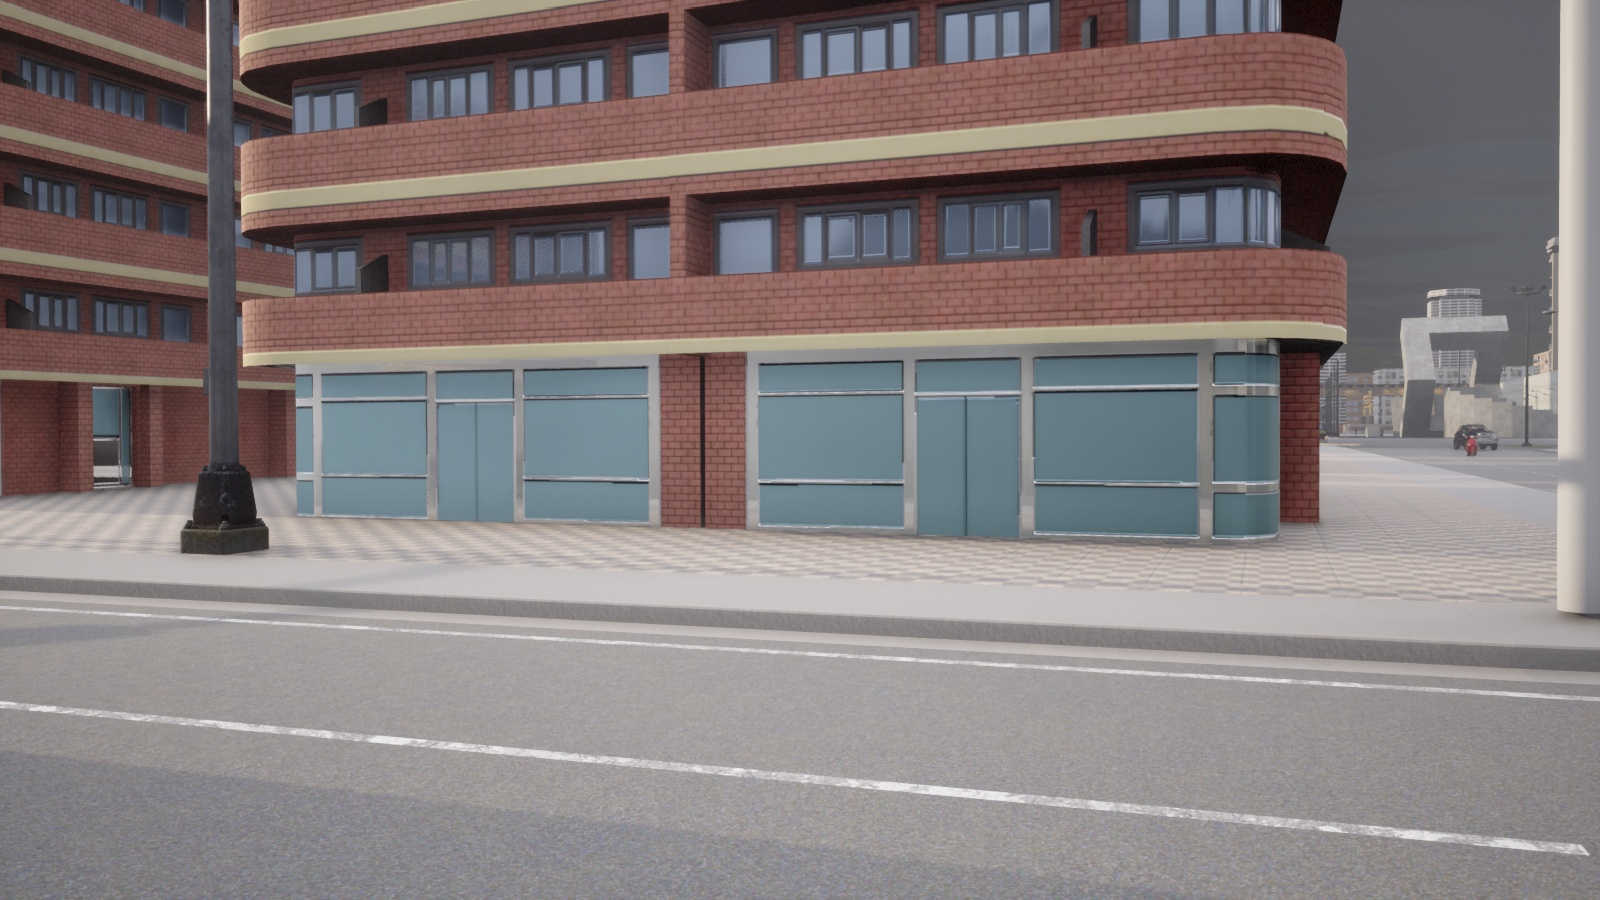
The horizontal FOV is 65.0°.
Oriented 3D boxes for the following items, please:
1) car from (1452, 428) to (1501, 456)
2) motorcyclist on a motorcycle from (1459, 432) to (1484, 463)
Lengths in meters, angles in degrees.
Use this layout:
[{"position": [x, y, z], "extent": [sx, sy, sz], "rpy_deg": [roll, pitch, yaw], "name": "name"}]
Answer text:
[{"position": [46.141, -0.556, 85.742], "extent": [1.932, 1.855, 4.605], "rpy_deg": [1, 1, 16], "name": "car"}, {"position": [35.675, -0.155, 66.727], "extent": [0.866, 1.590, 1.817], "rpy_deg": [1, 1, 20], "name": "motorcyclist on a motorcycle"}]
